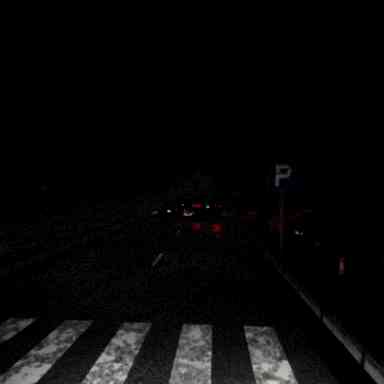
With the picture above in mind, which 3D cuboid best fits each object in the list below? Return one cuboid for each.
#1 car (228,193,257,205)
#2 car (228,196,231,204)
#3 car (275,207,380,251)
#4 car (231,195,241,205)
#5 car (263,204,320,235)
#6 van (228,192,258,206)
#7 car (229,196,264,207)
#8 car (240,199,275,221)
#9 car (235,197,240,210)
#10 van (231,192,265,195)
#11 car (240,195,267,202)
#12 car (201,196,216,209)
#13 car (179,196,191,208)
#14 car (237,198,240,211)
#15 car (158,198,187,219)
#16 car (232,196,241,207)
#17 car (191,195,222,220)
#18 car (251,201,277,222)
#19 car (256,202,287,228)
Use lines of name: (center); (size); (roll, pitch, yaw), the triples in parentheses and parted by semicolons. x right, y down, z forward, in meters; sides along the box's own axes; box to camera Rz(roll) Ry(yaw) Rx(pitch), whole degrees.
car: (8.223, 1.110, 54.502); (4.553, 1.767, 2.185); (0, 1, 3)
car: (7.755, 1.241, 46.378); (4.553, 1.767, 2.185); (0, 1, 3)
car: (6.123, 1.549, 13.235); (4.892, 1.521, 2.231); (0, 0, 3)
car: (7.533, 1.461, 40.747); (4.792, 1.488, 2.163); (0, 1, 3)
car: (6.262, 1.550, 15.986); (5.008, 1.535, 2.097); (0, 0, 3)
van: (7.940, 1.059, 51.759); (4.442, 1.987, 1.878); (0, 1, 3)
car: (7.911, 1.330, 49.003); (4.892, 1.521, 2.231); (0, 1, 3)
car: (6.494, 1.537, 24.249); (5.366, 1.575, 1.946); (0, 0, 3)
car: (7.231, 1.523, 35.245); (4.674, 1.452, 2.002); (0, 0, 3)
van: (7.759, 1.177, 43.489); (4.442, 1.987, 1.878); (0, 1, 3)
car: (6.924, 1.396, 29.737); (4.553, 1.767, 2.185); (0, 0, 3)
car: (2.266, 1.335, 45.509); (1.882, 1.535, 5.008); (0, 1, 3)
car: (-1.034, 1.350, 44.610); (1.837, 1.490, 4.892); (0, 0, 3)
car: (7.089, 1.542, 32.495); (4.674, 1.452, 2.002); (0, 0, 3)
car: (-1.823, 1.539, 29.426); (1.994, 1.385, 4.181); (0, 0, 3)
car: (7.337, 1.490, 38.001); (4.792, 1.488, 2.163); (0, 1, 3)
car: (1.380, 1.228, 28.608); (2.150, 2.045, 5.566); (0, 1, 3)
car: (6.571, 1.579, 21.482); (4.792, 1.488, 2.163); (0, 0, 3)
car: (6.411, 1.550, 18.735); (4.892, 1.521, 2.231); (0, 0, 3)
